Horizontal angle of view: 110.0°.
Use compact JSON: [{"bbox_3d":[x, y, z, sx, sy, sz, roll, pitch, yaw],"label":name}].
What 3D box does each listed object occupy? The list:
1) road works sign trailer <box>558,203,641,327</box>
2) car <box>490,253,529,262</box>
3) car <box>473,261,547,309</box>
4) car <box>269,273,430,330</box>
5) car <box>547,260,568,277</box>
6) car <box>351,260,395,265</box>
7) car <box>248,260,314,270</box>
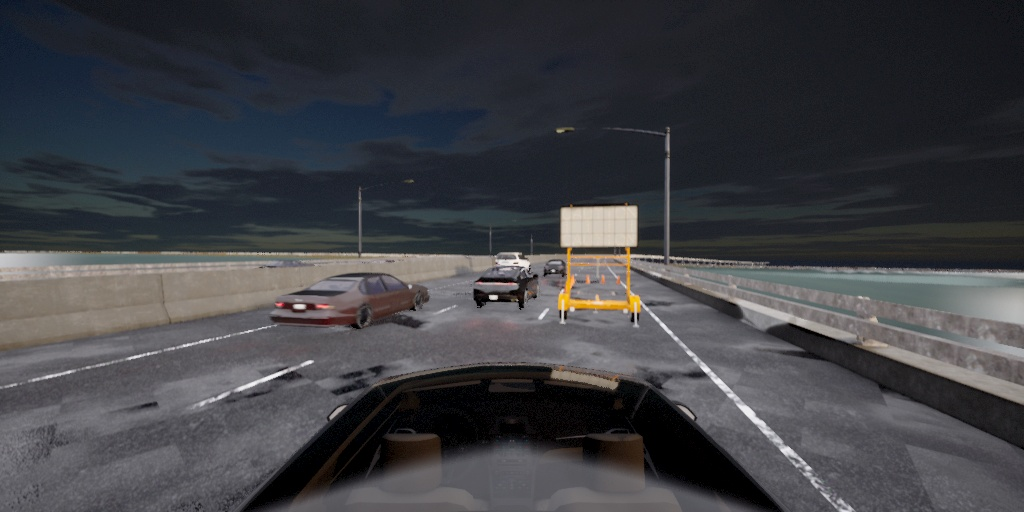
[{"bbox_3d":[2.731,0.145,11.412,2.380,3.560,2.880,0,0,13],"label":"road works sign trailer"},{"bbox_3d":[0.097,0.747,30.892,2.150,2.045,5.566,0,0,13],"label":"car"},{"bbox_3d":[-0.080,1.144,14.357,2.128,1.511,4.902,0,0,13],"label":"car"},{"bbox_3d":[-4.447,1.219,10.883,2.033,1.411,5.357,0,0,13],"label":"car"},{"bbox_3d":[3.940,1.050,31.971,1.812,1.442,4.674,0,0,13],"label":"car"},{"bbox_3d":[-11.066,1.038,30.094,1.812,1.442,4.674,0,0,13],"label":"car"},{"bbox_3d":[-18.495,1.054,29.025,2.033,1.411,5.357,0,0,13],"label":"car"}]
